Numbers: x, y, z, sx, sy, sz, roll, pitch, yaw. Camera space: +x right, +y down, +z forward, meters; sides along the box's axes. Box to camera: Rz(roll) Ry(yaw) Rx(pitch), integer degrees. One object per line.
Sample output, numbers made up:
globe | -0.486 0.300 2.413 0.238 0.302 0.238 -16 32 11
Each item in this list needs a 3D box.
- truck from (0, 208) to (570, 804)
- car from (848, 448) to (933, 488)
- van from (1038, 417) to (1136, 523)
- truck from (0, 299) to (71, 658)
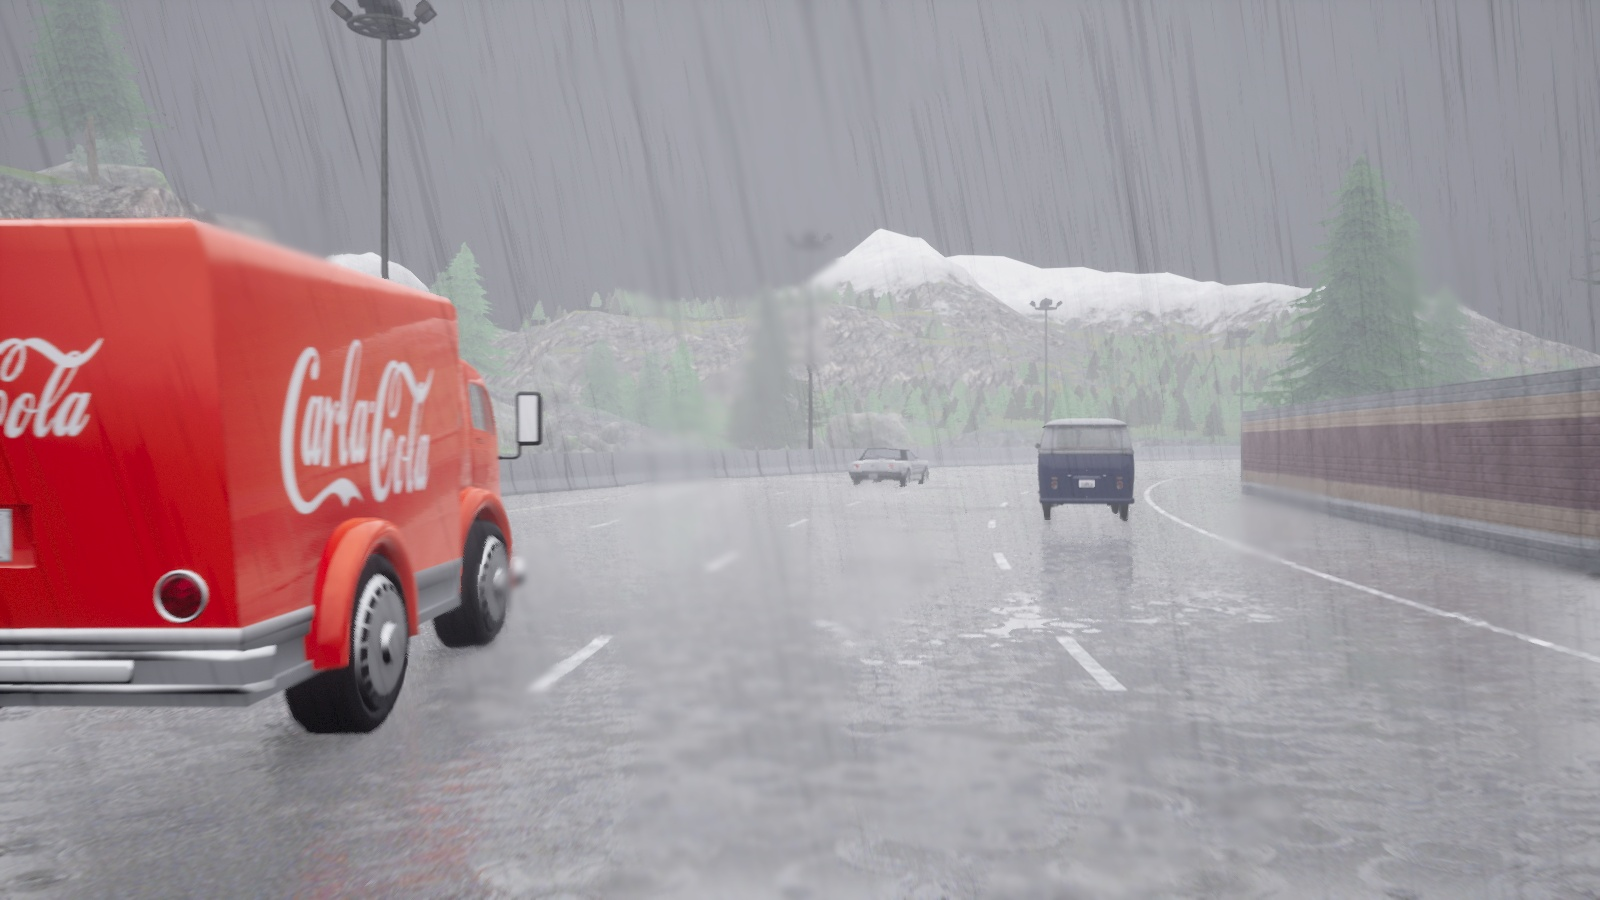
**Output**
truck | -3.328 0.216 7.845 2.627 2.467 5.204 0 1 2
car | 3.258 0.601 44.174 1.895 1.301 4.718 0 0 18
van | 5.813 0.359 25.809 1.775 1.987 4.442 0 0 10
truck | -6.868 0.218 6.843 2.627 2.467 5.204 0 1 2
